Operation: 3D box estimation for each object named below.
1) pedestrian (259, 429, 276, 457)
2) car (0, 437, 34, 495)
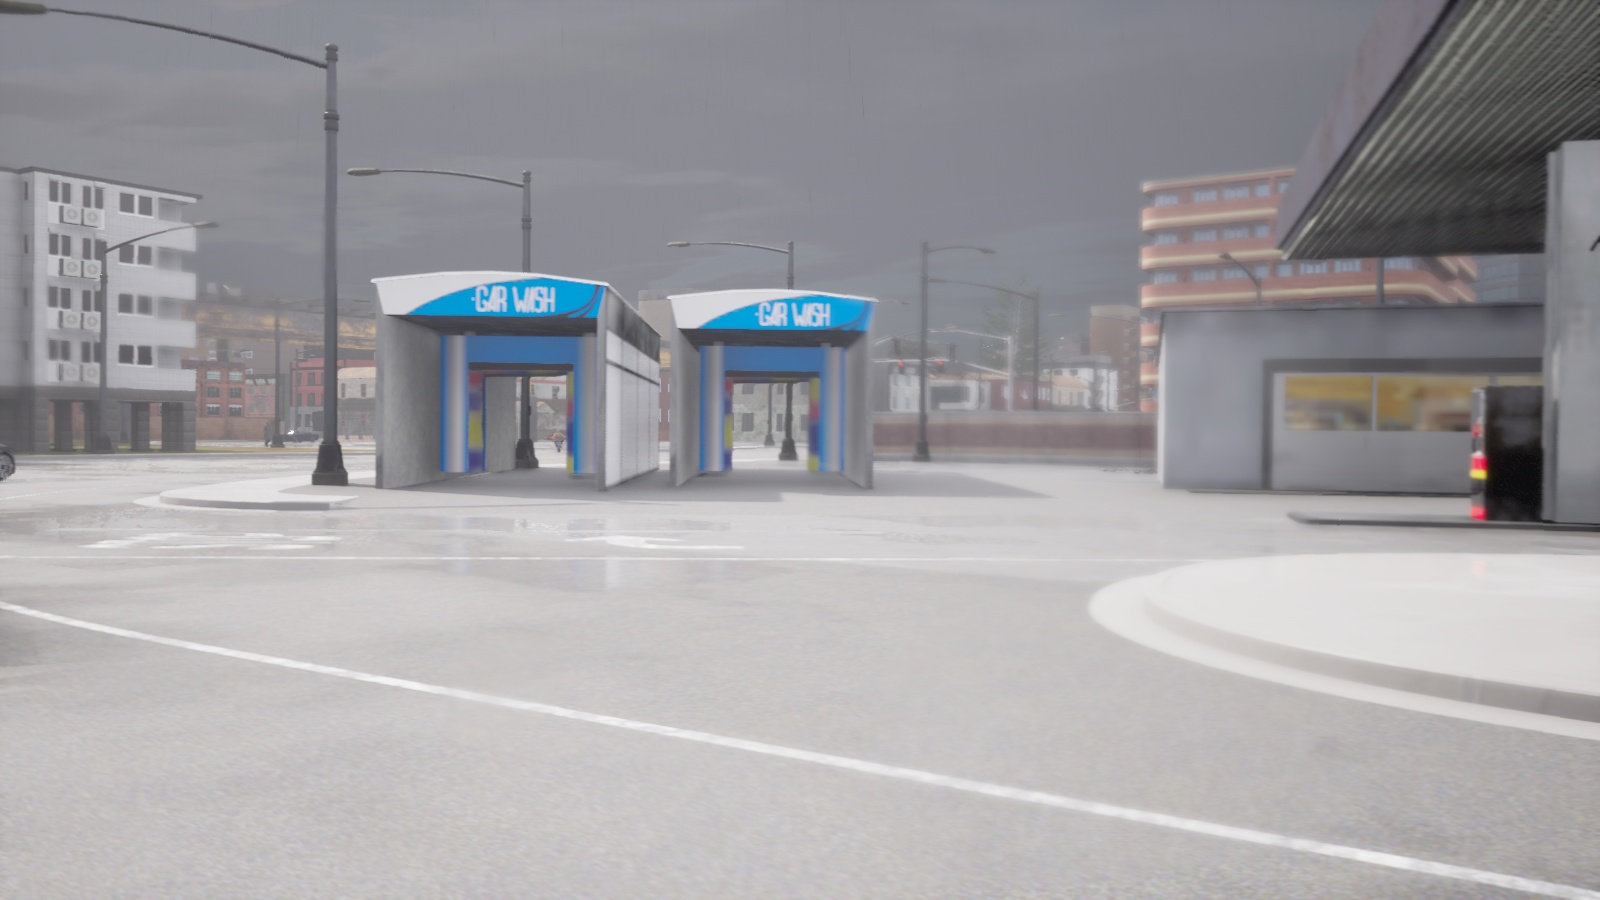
[{"bbox_3d":[-37.375,-0.475,88.165,0.873,1.952,0.659,0,1,29],"label":"pedestrian"},{"bbox_3d":[-22.104,0.452,32.218,2.128,1.511,4.902,-1,1,-4],"label":"car"}]
